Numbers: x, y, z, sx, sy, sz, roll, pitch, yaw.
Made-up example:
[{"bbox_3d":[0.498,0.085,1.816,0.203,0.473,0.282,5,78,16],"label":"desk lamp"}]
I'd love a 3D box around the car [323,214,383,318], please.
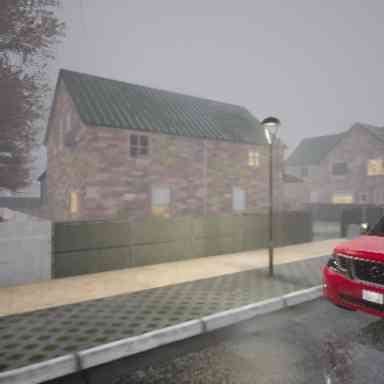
[{"bbox_3d":[4.965,1.226,6.610,5.566,2.045,2.150,0,0,-35],"label":"car"}]
